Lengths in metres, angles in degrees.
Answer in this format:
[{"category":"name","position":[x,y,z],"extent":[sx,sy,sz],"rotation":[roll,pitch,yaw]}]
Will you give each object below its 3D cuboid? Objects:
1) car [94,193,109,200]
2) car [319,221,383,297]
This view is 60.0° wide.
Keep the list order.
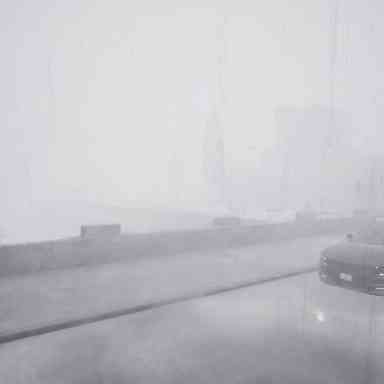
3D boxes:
[{"category":"car","position":[-24.480,1.569,91.531],"extent":[1.895,1.301,4.718],"rotation":[0,0,-35]},{"category":"car","position":[5.201,1.472,8.290],"extent":[5.008,1.535,1.882],"rotation":[0,0,-35]}]
